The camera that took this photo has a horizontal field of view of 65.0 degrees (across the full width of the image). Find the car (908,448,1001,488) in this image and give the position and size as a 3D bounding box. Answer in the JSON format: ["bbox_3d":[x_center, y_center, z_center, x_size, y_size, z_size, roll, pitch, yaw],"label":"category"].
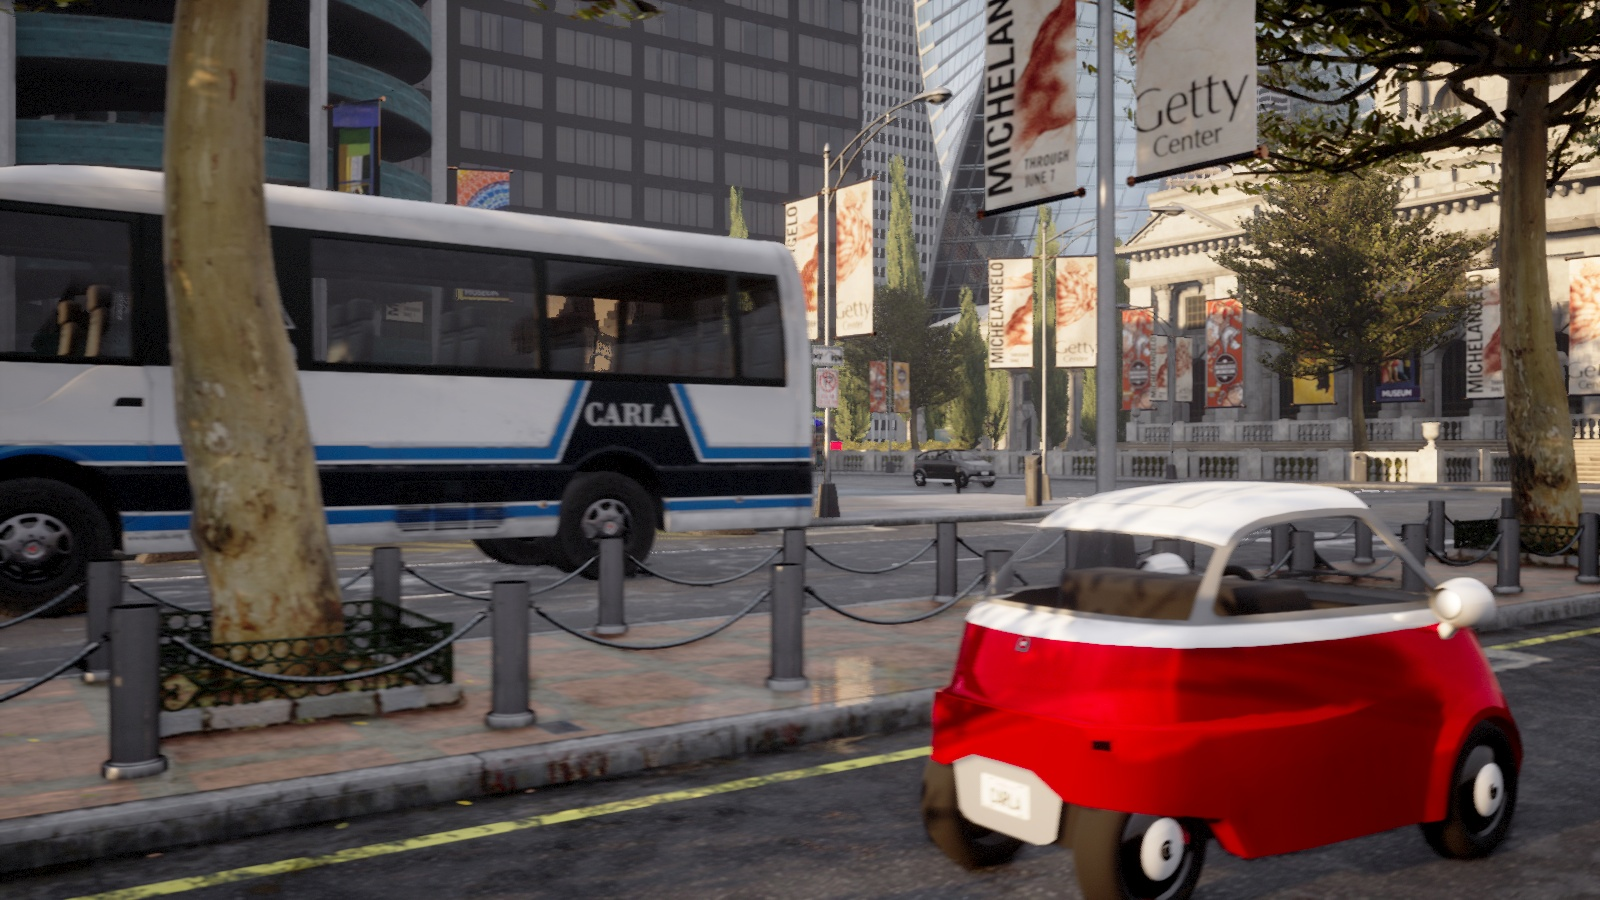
[{"bbox_3d":[6.289,0.717,51.437,1.789,1.549,3.705,0,0,-35],"label":"car"}]

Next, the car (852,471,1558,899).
[{"bbox_3d":[1.531,0.795,4.724,2.207,1.376,1.481,-1,0,-35],"label":"car"}]

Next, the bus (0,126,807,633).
[{"bbox_3d":[-5.261,-0.598,13.961,10.273,4.253,3.944,0,0,-35],"label":"bus"}]

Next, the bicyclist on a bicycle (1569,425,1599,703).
[{"bbox_3d":[5.414,0.659,7.491,1.509,1.612,0.866,0,0,-35],"label":"bicyclist on a bicycle"}]
